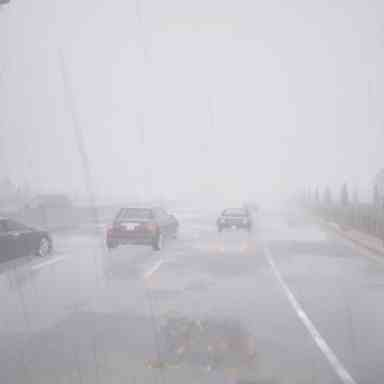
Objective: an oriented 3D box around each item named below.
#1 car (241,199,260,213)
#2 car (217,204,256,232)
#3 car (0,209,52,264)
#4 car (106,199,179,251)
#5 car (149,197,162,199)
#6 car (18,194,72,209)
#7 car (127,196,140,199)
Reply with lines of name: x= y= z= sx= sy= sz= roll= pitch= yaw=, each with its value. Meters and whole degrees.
car: x=6.509 y=1.566 z=37.507 sx=1.812 sy=1.442 sz=4.674 roll=0 pitch=0 yaw=12
car: x=2.709 y=1.619 z=20.150 sx=1.895 sy=1.301 sz=4.718 roll=0 pitch=0 yaw=12
car: x=-6.116 y=1.480 z=9.988 sx=1.837 sy=1.490 sz=4.892 roll=0 pitch=0 yaw=7
car: x=-1.932 y=1.347 z=14.384 sx=2.097 sy=1.767 sz=4.553 roll=0 pitch=0 yaw=9
car: x=-5.445 y=1.467 z=48.875 sx=1.882 sy=1.535 sz=5.008 roll=0 pitch=0 yaw=13
car: x=-13.181 y=1.169 z=30.345 sx=2.150 sy=2.045 sz=5.566 roll=0 pitch=0 yaw=13
car: x=-10.380 y=1.512 z=58.887 sx=1.812 sy=1.442 sz=4.674 roll=0 pitch=0 yaw=12
